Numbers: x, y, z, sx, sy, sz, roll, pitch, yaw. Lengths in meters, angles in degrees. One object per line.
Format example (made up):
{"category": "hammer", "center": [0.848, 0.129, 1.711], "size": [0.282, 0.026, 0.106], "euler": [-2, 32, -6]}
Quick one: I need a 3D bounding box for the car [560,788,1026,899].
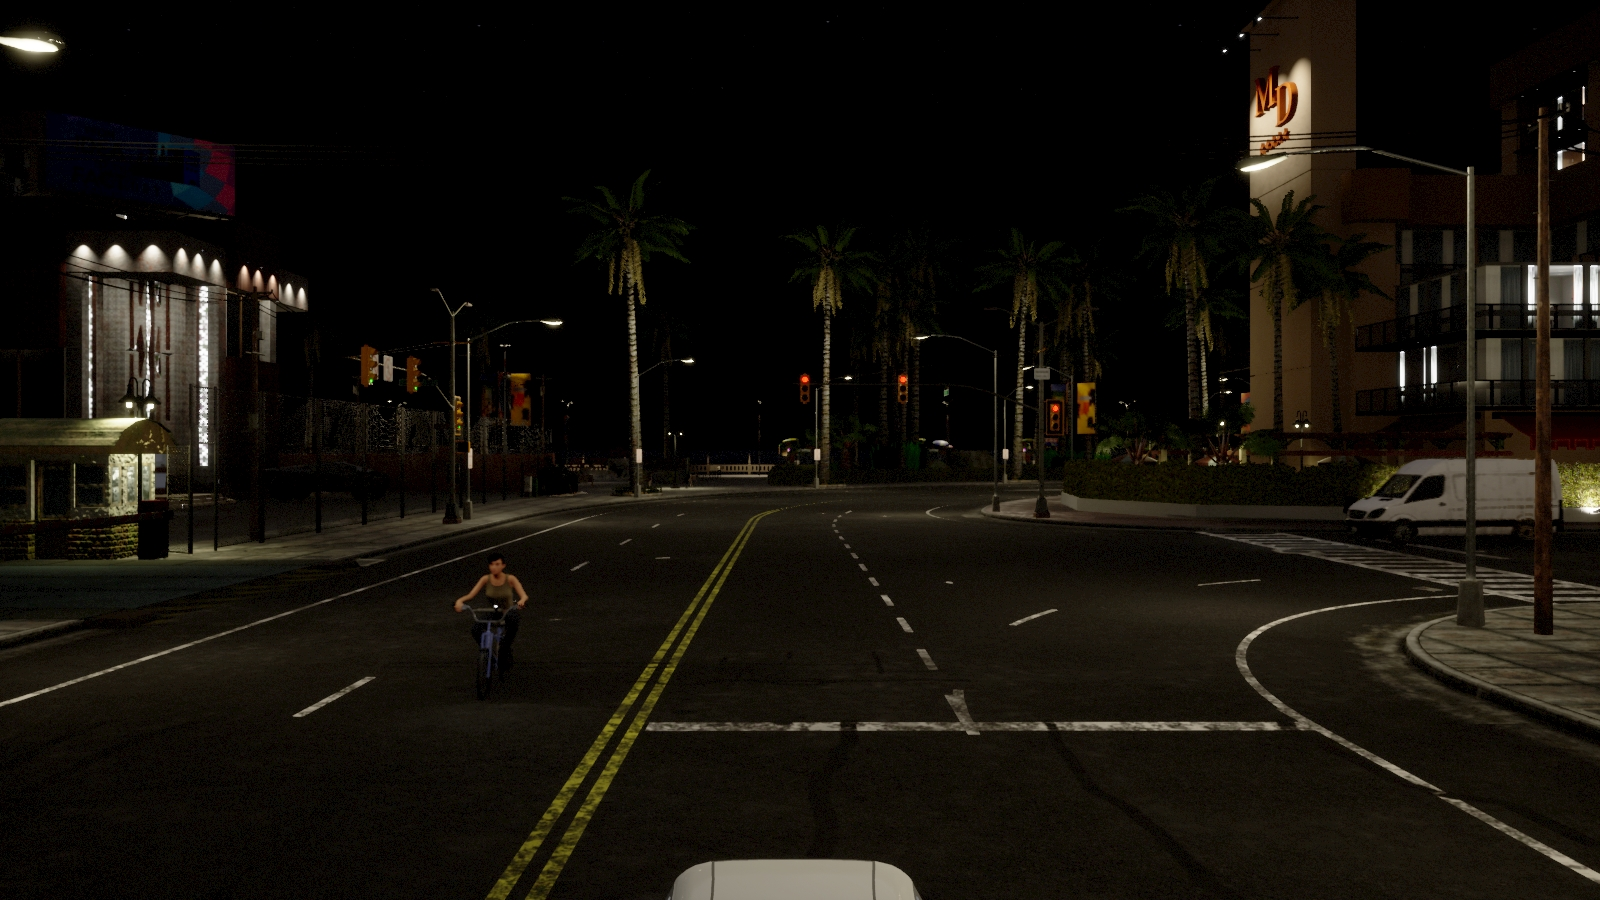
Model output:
{"category": "car", "center": [-0.022, 2.120, 3.707], "size": [1.481, 1.376, 2.207], "euler": [0, 0, 0]}

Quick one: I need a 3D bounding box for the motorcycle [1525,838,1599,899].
{"category": "motorcycle", "center": [3.471, 2.213, 3.817], "size": [0.803, 1.145, 2.033], "euler": [0, 0, 0]}

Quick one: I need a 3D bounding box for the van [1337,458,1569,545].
{"category": "van", "center": [19.802, 1.534, 34.820], "size": [5.915, 2.561, 1.988], "euler": [0, 0, 0]}
